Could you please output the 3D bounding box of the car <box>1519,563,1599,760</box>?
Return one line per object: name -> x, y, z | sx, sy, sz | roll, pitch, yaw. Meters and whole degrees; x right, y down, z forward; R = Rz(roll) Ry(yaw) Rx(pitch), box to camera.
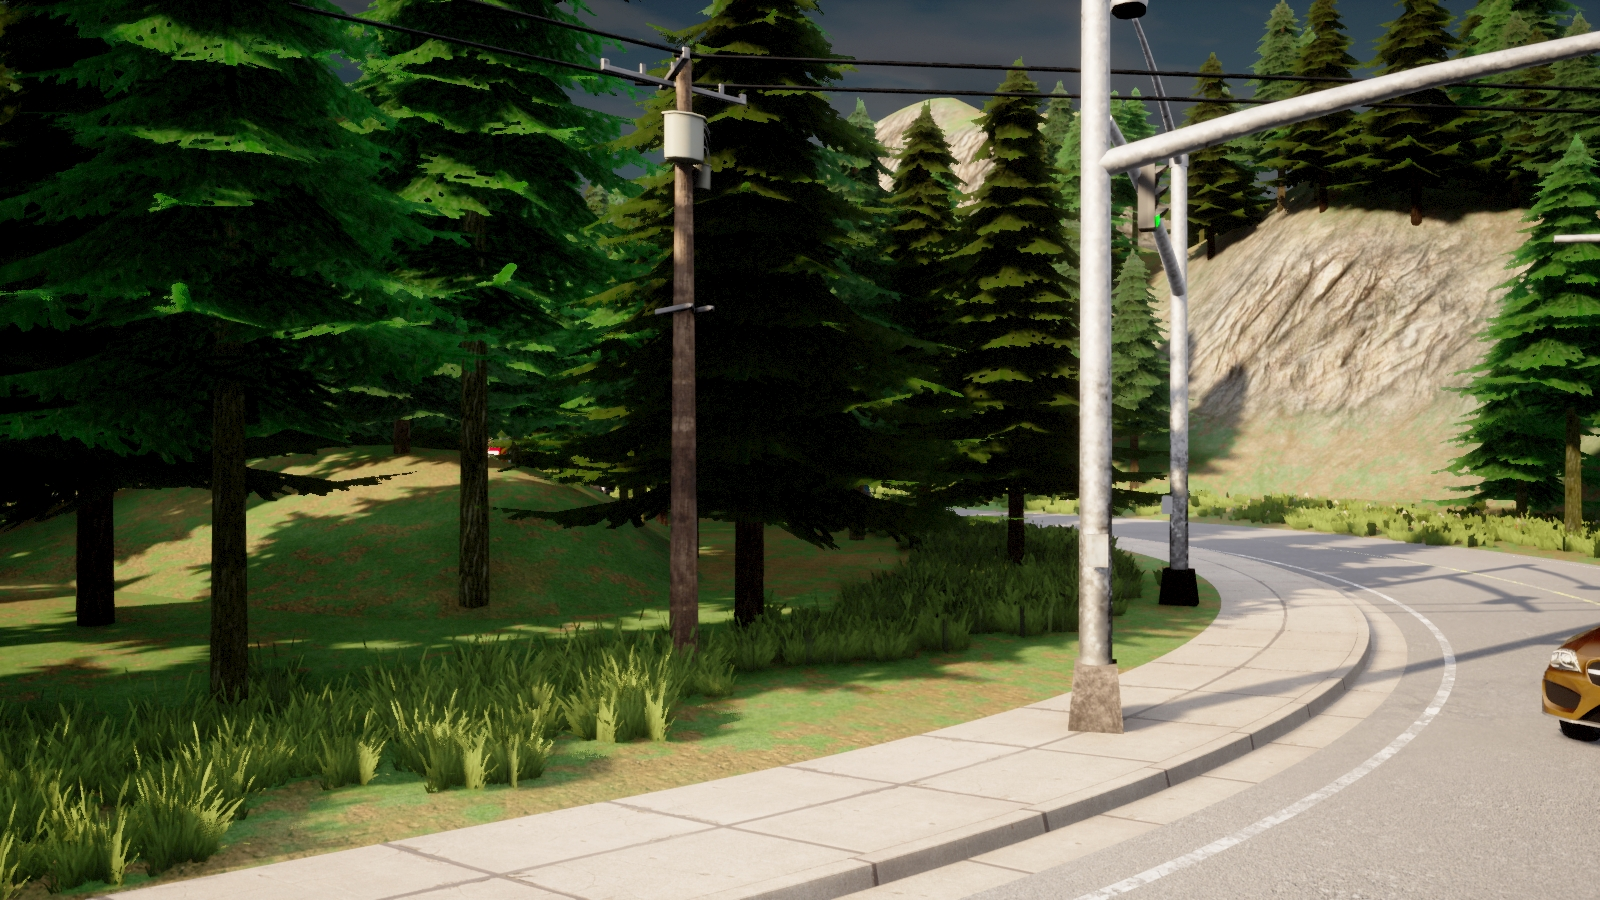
car -> 9.577, 1.970, 11.147 | 5.027, 1.651, 2.152 | 0, 0, -29
